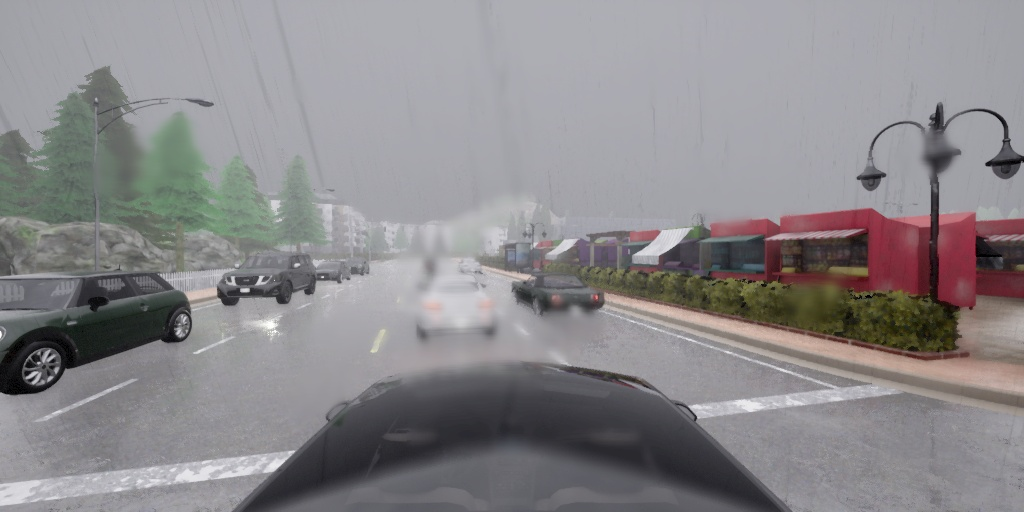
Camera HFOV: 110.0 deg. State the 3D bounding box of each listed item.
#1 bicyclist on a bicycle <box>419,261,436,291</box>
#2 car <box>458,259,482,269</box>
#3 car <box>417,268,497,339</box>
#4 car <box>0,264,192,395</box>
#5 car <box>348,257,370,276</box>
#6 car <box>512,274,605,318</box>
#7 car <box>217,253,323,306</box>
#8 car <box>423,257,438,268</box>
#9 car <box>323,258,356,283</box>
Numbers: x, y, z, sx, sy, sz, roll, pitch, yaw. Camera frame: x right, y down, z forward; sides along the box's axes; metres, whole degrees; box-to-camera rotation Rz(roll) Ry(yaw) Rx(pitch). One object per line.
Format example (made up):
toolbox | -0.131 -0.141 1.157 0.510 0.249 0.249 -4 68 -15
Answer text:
bicyclist on a bicycle | -4.568 1.079 19.707 0.582 1.620 1.656 0 1 24
car | -4.101 1.038 35.259 1.812 1.442 4.674 0 0 -14
car | -1.602 1.224 9.896 1.812 1.442 4.674 0 0 -13
car | -8.096 1.076 6.311 2.097 1.767 4.553 0 0 -13
car | -14.632 0.877 33.311 2.097 1.767 4.553 0 0 -13
car | 1.363 1.279 12.791 1.895 1.301 4.718 0 0 -14
car | -10.366 0.876 15.728 2.150 2.045 5.566 0 0 -14
car | -11.532 0.901 50.815 1.837 1.490 4.892 0 0 -13
car | -12.704 1.088 25.338 1.837 1.490 4.892 0 0 -14
